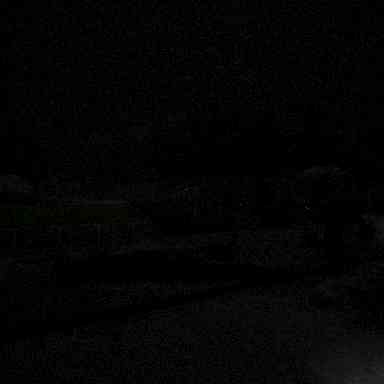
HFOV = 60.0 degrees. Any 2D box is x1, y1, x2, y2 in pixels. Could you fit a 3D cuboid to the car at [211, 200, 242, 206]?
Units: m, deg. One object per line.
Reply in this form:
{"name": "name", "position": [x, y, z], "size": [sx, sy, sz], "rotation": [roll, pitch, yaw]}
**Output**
{"name": "car", "position": [4.805, 1.729, 46.719], "size": [1.895, 1.301, 4.718], "rotation": [0, 0, -35]}

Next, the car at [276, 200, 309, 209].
{"name": "car", "position": [11.515, 1.633, 37.109], "size": [1.837, 1.490, 4.892], "rotation": [0, 0, -35]}

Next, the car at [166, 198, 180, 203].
{"name": "car", "position": [-3.383, 1.728, 58.538], "size": [1.895, 1.301, 4.718], "rotation": [0, 0, -34]}
